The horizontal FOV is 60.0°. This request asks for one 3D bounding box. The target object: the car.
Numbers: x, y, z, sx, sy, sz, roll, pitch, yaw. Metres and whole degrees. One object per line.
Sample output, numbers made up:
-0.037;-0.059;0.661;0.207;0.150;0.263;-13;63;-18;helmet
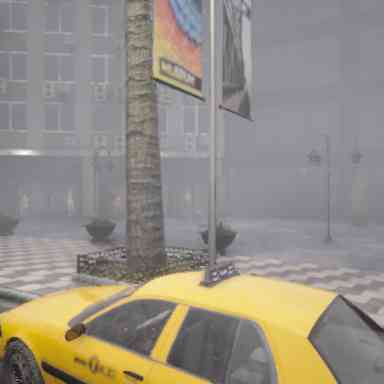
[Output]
0.014;1.463;3.262;5.366;1.575;1.801;0;0;34;car
